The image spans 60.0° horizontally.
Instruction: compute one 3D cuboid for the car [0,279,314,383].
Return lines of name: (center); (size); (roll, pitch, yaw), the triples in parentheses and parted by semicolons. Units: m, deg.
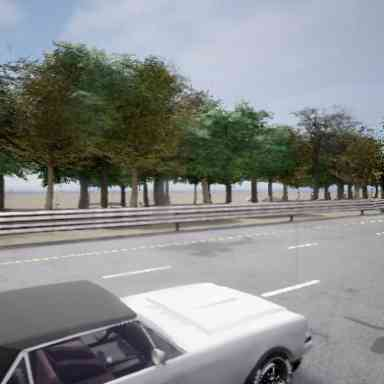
car: (-0.947, 1.596, 3.192); (4.718, 1.301, 1.895); (0, 0, -35)
